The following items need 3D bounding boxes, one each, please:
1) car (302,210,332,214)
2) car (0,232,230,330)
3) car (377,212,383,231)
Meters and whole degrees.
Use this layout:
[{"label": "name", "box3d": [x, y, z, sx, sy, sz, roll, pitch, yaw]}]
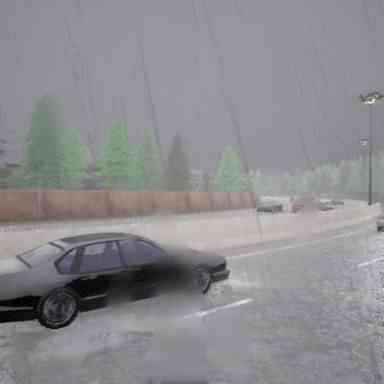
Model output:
[{"label": "car", "box3d": [11.584, 1.722, 30.371, 1.837, 1.490, 4.892, 0, 0, 38]}, {"label": "car", "box3d": [-1.677, 1.588, 7.008, 5.357, 1.411, 2.033, 0, 0, -37]}, {"label": "car", "box3d": [12.986, 1.687, 20.796, 1.812, 1.442, 4.674, 0, 0, 42]}]
